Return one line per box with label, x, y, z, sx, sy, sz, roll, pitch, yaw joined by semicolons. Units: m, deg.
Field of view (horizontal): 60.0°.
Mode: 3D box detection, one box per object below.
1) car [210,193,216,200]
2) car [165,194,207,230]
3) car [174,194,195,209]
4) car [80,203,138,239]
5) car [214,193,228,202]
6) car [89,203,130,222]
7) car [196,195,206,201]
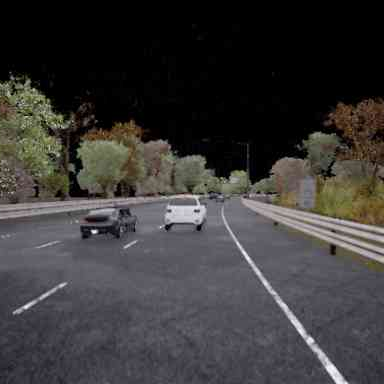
car;6.343;1.336;94.749;2.150;2.045;5.566;0;0;11
car;-0.294;1.233;21.245;2.150;2.045;5.566;0;0;5
car;-0.970;1.255;47.713;2.150;2.045;5.566;0;0;7
car;-4.141;1.510;17.251;1.837;1.490;4.892;0;0;5
car;6.619;1.603;75.994;1.812;1.442;4.674;0;0;9
car;-6.729;1.607;27.685;1.895;1.301;4.718;0;0;6
car;2.673;1.646;94.144;2.033;1.411;5.357;0;0;11
